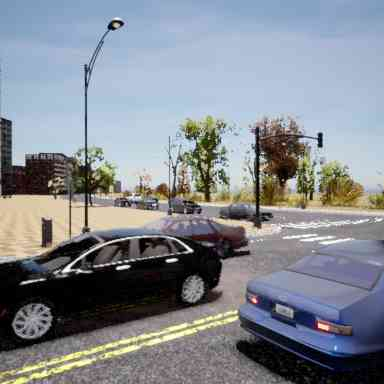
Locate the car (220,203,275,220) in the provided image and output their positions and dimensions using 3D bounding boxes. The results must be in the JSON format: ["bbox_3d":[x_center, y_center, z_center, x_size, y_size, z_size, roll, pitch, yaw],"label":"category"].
[{"bbox_3d":[4.445,1.604,27.998,2.033,1.411,5.357,0,0,-31],"label":"car"}]

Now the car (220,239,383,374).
[{"bbox_3d":[3.245,1.547,5.613,5.357,1.411,2.033,0,0,-34],"label":"car"}]

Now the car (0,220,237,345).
[{"bbox_3d":[-1.628,1.506,6.452,4.892,1.490,1.837,1,0,-34],"label":"car"}]

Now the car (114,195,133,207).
[{"bbox_3d":[-11.346,1.627,54.163,1.837,1.490,4.892,0,0,-30],"label":"car"}]

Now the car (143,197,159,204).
[{"bbox_3d":[-8.586,1.667,69.327,1.994,1.385,4.181,0,0,-29],"label":"car"}]

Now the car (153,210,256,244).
[{"bbox_3d":[-0.509,1.546,11.174,5.357,1.411,2.033,0,0,-34],"label":"car"}]

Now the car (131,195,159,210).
[{"bbox_3d":[-6.110,1.594,45.241,2.128,1.511,4.902,0,0,-31],"label":"car"}]

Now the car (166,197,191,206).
[{"bbox_3d":[-2.487,1.631,58.603,2.033,1.411,5.357,0,0,-30],"label":"car"}]

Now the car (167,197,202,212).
[{"bbox_3d":[-0.731,1.585,36.408,1.837,1.490,4.892,0,0,-32],"label":"car"}]
